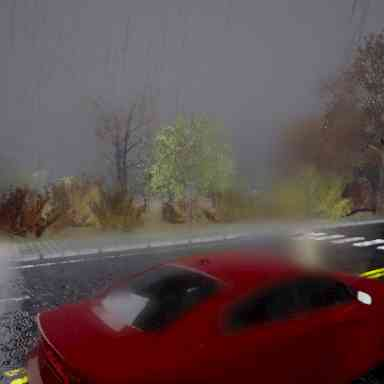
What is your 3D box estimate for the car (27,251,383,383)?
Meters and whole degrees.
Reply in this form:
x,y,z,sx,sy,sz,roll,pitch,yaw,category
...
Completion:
x,y,z,sx,sy,sz,roll,pitch,yaw,category
0.804,1.478,4.010,5.008,1.535,1.882,0,0,-35,car
